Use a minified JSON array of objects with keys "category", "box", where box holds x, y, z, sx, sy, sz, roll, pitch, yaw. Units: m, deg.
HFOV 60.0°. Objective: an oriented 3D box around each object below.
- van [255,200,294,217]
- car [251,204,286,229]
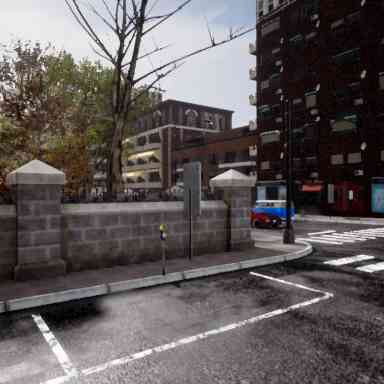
[{"category":"van","box":[7.304,1.642,30.180,1.690,1.788,3.998,-1,0,-36]},{"category":"car","box":[4.451,1.833,24.264,1.994,1.385,4.181,0,-1,-36]}]
